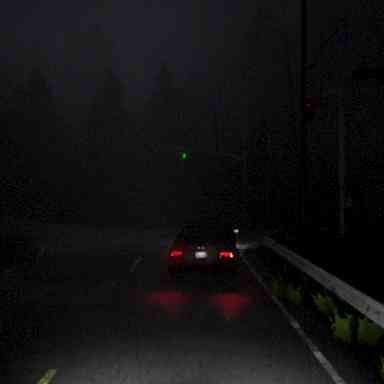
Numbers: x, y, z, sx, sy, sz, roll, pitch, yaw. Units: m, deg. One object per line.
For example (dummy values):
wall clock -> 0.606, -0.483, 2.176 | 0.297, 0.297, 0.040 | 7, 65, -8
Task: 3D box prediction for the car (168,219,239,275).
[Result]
car -> 0.485, 1.547, 10.478 | 2.033, 1.411, 5.357 | 0, 0, 6
